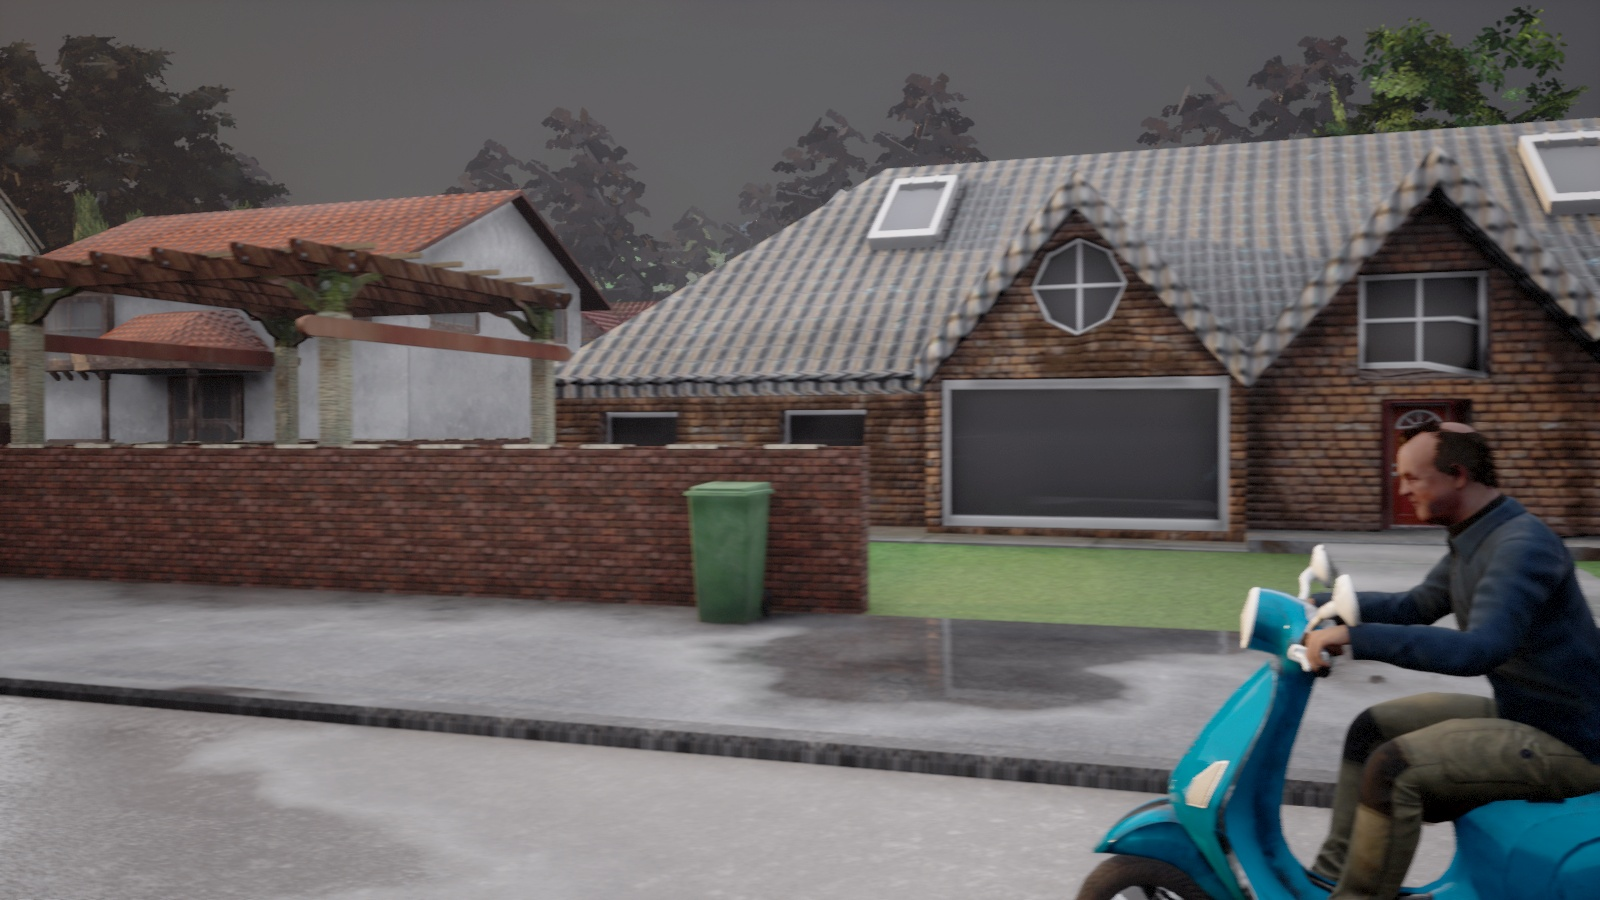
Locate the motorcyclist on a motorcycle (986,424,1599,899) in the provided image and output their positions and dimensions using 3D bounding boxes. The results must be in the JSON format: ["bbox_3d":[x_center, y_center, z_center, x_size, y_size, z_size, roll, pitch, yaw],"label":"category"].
[{"bbox_3d":[1.462,0.734,3.228,1.817,1.590,0.866,1,1,19],"label":"motorcyclist on a motorcycle"}]
